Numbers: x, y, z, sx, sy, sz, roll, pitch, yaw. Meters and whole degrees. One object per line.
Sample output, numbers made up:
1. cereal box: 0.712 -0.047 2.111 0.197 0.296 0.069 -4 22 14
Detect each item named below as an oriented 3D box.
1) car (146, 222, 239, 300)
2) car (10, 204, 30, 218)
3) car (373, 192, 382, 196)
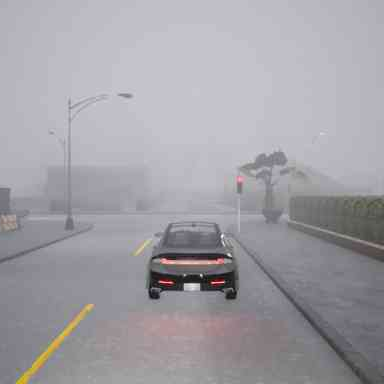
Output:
1. car: 0.039 1.492 8.395 2.128 1.511 4.902 0 0 1
2. car: -15.821 1.564 27.605 4.181 1.385 1.994 0 0 0
3. car: 38.029 0.973 67.799 1.905 1.878 3.866 0 0 0
